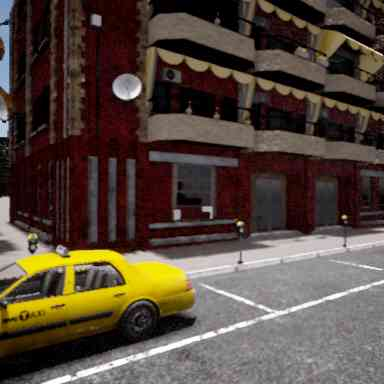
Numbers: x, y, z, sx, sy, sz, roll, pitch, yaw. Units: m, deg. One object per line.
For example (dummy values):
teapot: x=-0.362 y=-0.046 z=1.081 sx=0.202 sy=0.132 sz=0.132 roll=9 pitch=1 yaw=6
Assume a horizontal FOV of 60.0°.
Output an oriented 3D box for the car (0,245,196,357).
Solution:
car: x=-2.217 y=1.534 z=4.978 sx=4.829 sy=1.417 sz=1.752 roll=1 pitch=0 yaw=-35
